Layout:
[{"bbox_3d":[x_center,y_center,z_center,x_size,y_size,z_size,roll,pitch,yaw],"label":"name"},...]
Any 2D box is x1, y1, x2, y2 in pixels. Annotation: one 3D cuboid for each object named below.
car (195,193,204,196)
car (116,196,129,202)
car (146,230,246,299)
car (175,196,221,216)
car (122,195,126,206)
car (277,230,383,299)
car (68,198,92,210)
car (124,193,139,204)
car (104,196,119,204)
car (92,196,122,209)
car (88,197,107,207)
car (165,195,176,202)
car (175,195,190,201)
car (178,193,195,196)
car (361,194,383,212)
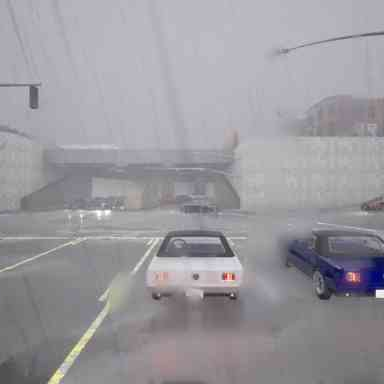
[{"bbox_3d":[1.568,1.225,85.867,2.150,2.045,5.566,0,0,28],"label":"car"},{"bbox_3d":[-15.362,1.539,73.819,2.033,1.411,5.357,0,0,-1],"label":"car"},{"bbox_3d":[0.078,1.601,8.380,1.895,1.301,4.718,0,0,0],"label":"car"},{"bbox_3d":[0.785,1.490,32.814,2.128,1.511,4.902,-1,0,-36],"label":"car"},{"bbox_3d":[-11.530,1.547,54.185,2.033,1.411,5.357,0,0,-1],"label":"car"},{"bbox_3d":[3.578,1.601,8.391,1.895,1.301,4.718,0,0,0],"label":"car"},{"bbox_3d":[-14.783,1.526,44.111,1.812,1.442,4.674,0,0,-2],"label":"car"},{"bbox_3d":[-11.742,1.221,64.892,2.150,2.045,5.566,0,0,-1],"label":"car"},{"bbox_3d":[-15.213,1.526,63.161,1.812,1.442,4.674,0,0,-1],"label":"car"},{"bbox_3d":[-11.293,1.491,44.548,2.128,1.511,4.902,0,0,-1],"label":"car"},{"bbox_3d":[-15.004,1.526,53.159,1.812,1.442,4.674,0,0,-1],"label":"car"},{"bbox_3d":[-4.774,1.355,75.589,2.097,1.767,4.553,0,0,6],"label":"car"},{"bbox_3d":[-2.423,1.478,85.456,1.882,1.535,5.008,0,0,24],"label":"car"},{"bbox_3d":[-1.064,1.352,63.030,2.097,1.767,4.553,0,0,-2],"label":"car"},{"bbox_3d":[16.781,0.863,28.502,4.181,1.385,1.994,-8,0,0],"label":"car"}]
